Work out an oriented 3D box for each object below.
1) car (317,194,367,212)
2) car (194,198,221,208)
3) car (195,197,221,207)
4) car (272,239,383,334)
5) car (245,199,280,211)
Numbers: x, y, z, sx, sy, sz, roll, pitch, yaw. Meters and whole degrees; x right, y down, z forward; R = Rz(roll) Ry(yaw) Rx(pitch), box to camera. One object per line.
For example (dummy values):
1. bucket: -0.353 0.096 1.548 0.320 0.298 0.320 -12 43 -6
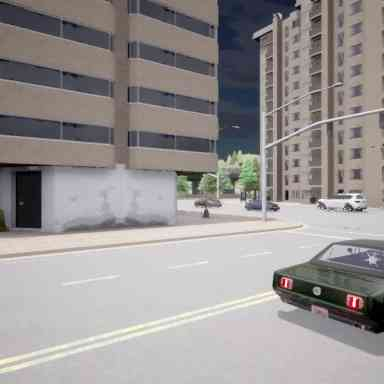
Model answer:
1. car: 17.158 1.221 38.268 2.150 2.045 5.566 0 0 -34
2. car: 2.161 1.526 47.250 1.812 1.442 4.674 0 0 -36
3. car: 2.491 1.564 53.051 1.994 1.385 4.181 0 0 -36
4. car: 3.839 1.601 6.516 4.718 1.301 1.895 0 0 -35
5. car: 8.172 1.564 38.938 1.994 1.385 4.181 0 0 -36
